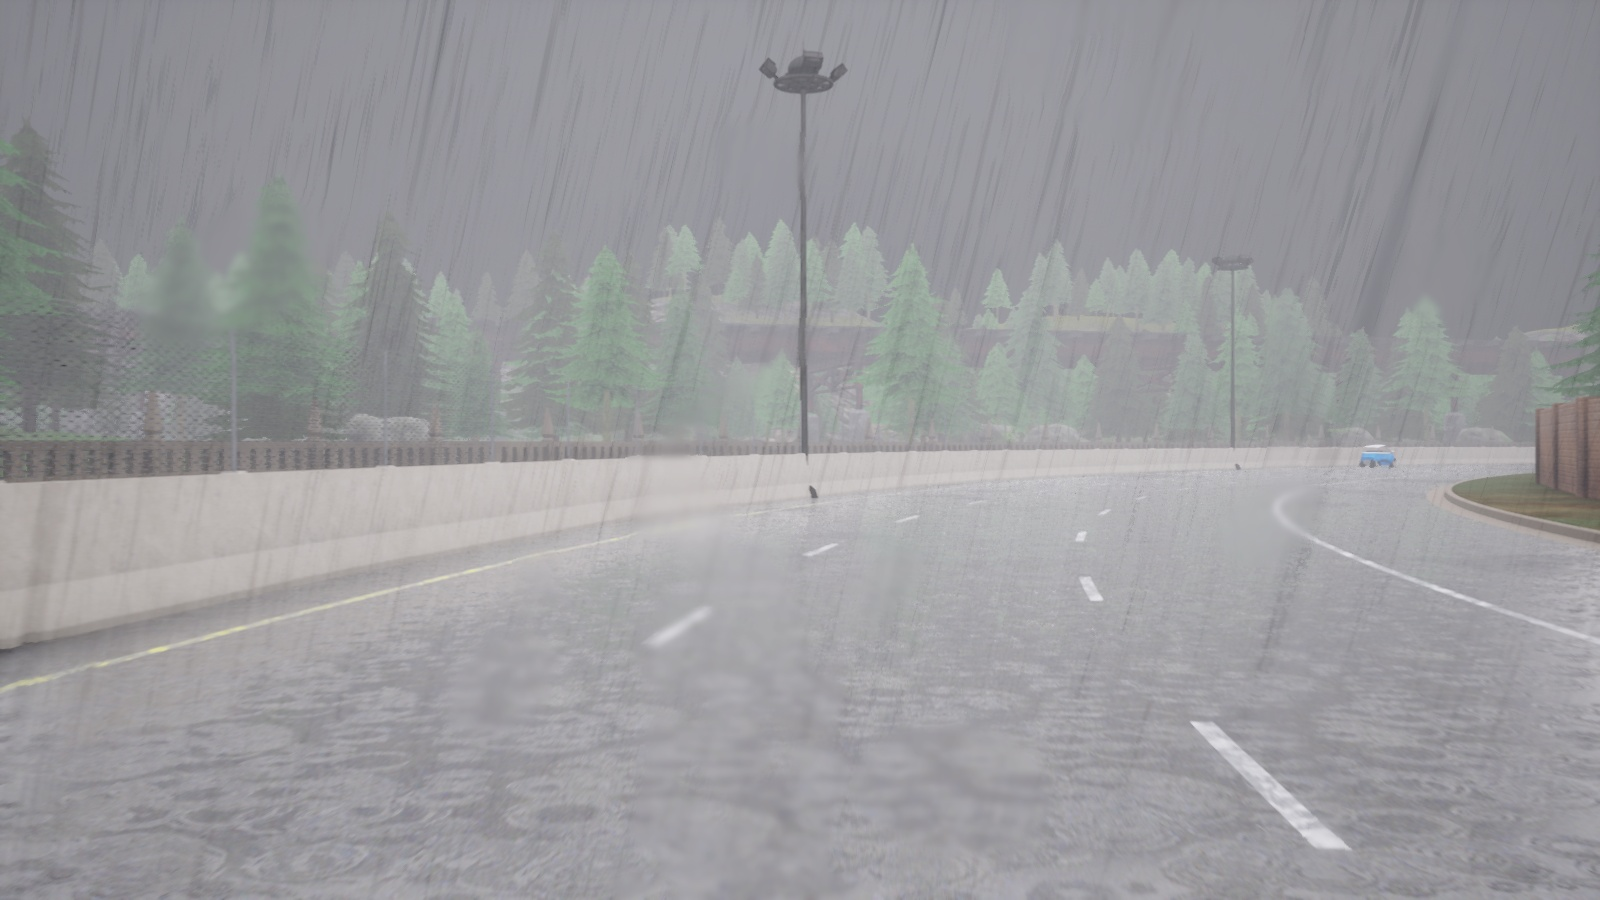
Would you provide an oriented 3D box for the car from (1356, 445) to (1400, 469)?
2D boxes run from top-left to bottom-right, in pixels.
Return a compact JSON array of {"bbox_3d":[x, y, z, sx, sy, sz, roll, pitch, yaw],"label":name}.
[{"bbox_3d":[33.927,0.420,73.722,2.207,1.376,1.481,0,0,-38],"label":"car"}]
